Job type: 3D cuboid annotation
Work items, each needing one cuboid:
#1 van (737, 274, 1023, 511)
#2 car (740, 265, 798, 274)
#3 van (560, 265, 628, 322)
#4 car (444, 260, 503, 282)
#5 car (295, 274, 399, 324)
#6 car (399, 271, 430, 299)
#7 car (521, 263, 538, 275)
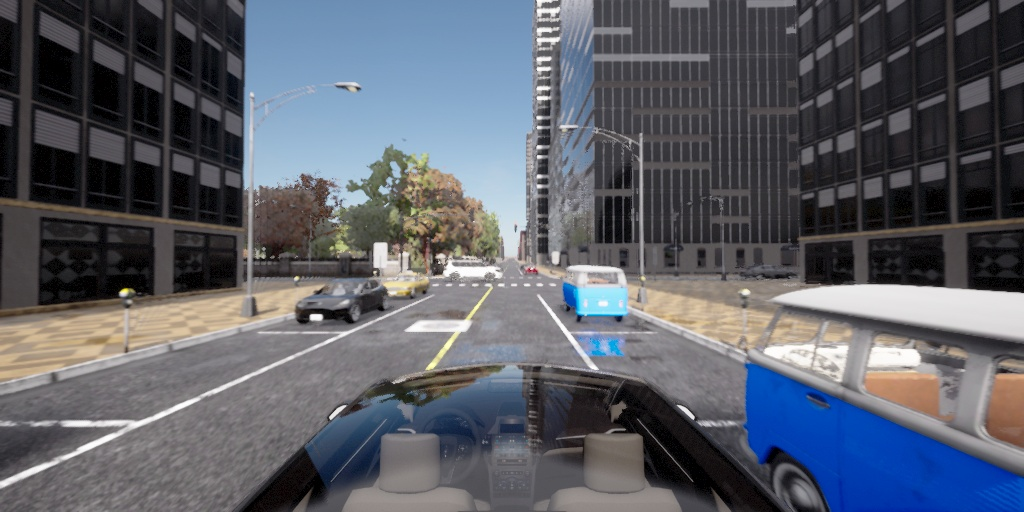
[{"bbox_3d":[2.691,1.086,1.353,1.690,1.789,3.998,0,0,0],"label":"van"},{"bbox_3d":[24.107,1.577,33.630,4.902,1.511,2.128,0,-1,1],"label":"car"},{"bbox_3d":[2.774,1.241,12.749,1.690,1.789,3.998,0,0,0],"label":"van"},{"bbox_3d":[-3.705,1.418,34.221,5.566,2.045,2.150,0,-1,1],"label":"car"},{"bbox_3d":[-5.769,1.466,12.749,1.948,1.339,4.313,0,0,0],"label":"car"},{"bbox_3d":[-5.817,1.525,19.982,1.751,1.417,4.829,0,0,0],"label":"car"},{"bbox_3d":[2.698,1.850,50.871,1.967,1.591,4.097,0,0,0],"label":"car"}]
